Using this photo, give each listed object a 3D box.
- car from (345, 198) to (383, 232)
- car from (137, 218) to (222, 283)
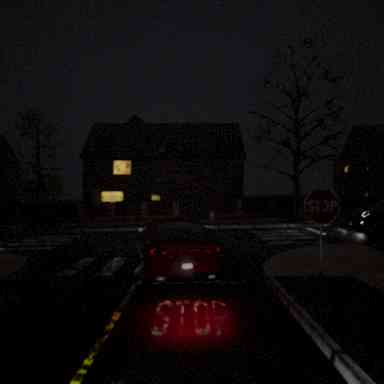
[{"bbox_3d":[10.573,1.050,17.528,4.553,1.767,2.097,-1,1,-1],"label":"car"},{"bbox_3d":[-0.540,1.489,9.816,1.882,1.535,5.008,0,0,-10],"label":"car"}]
